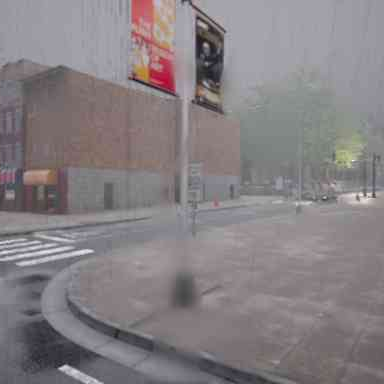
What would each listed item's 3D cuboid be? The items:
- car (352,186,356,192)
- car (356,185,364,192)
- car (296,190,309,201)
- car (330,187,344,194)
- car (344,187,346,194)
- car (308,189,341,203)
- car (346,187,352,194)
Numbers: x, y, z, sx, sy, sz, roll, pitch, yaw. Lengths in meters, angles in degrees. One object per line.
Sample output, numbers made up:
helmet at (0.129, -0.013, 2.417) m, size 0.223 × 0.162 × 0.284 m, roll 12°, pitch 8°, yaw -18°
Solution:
car at (35.250, -0.408, 75.625) m, size 1.947 × 1.339 × 4.313 m, roll 2°, pitch 3°, yaw 35°
car at (41.580, -0.618, 84.497) m, size 1.802 × 1.307 × 4.206 m, roll 2°, pitch 2°, yaw 35°
car at (14.797, 0.471, 42.612) m, size 1.994 × 1.385 × 4.181 m, roll 1°, pitch 2°, yaw 36°
car at (27.920, -0.151, 65.398) m, size 2.008 × 1.369 × 4.403 m, roll 2°, pitch 3°, yaw 35°
car at (29.047, -0.220, 67.017) m, size 1.752 × 1.417 × 4.829 m, roll 2°, pitch 3°, yaw 35°
car at (15.591, 0.591, 38.985) m, size 1.895 × 1.301 × 4.718 m, roll 1°, pitch 2°, yaw 37°
car at (32.086, -0.306, 71.189) m, size 2.008 × 1.369 × 4.403 m, roll 2°, pitch 3°, yaw 35°
